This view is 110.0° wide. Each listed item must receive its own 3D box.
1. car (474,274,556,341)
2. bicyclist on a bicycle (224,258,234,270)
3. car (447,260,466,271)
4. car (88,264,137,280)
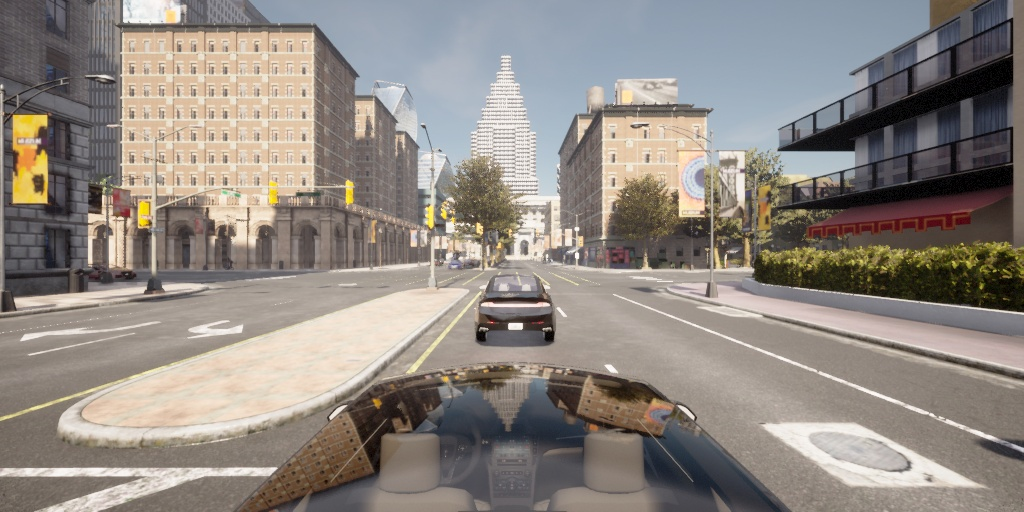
[{"bbox_3d":[0.083,1.242,9.836,2.128,1.511,4.902,0,0,0],"label":"car"},{"bbox_3d":[-37.237,1.050,47.246,0.582,1.620,1.656,0,0,0],"label":"bicyclist on a bicycle"},{"bbox_3d":[-7.918,1.275,50.591,1.812,1.442,4.674,0,0,-3],"label":"car"},{"bbox_3d":[-33.463,1.314,29.294,4.181,1.385,1.994,0,0,0],"label":"car"}]
